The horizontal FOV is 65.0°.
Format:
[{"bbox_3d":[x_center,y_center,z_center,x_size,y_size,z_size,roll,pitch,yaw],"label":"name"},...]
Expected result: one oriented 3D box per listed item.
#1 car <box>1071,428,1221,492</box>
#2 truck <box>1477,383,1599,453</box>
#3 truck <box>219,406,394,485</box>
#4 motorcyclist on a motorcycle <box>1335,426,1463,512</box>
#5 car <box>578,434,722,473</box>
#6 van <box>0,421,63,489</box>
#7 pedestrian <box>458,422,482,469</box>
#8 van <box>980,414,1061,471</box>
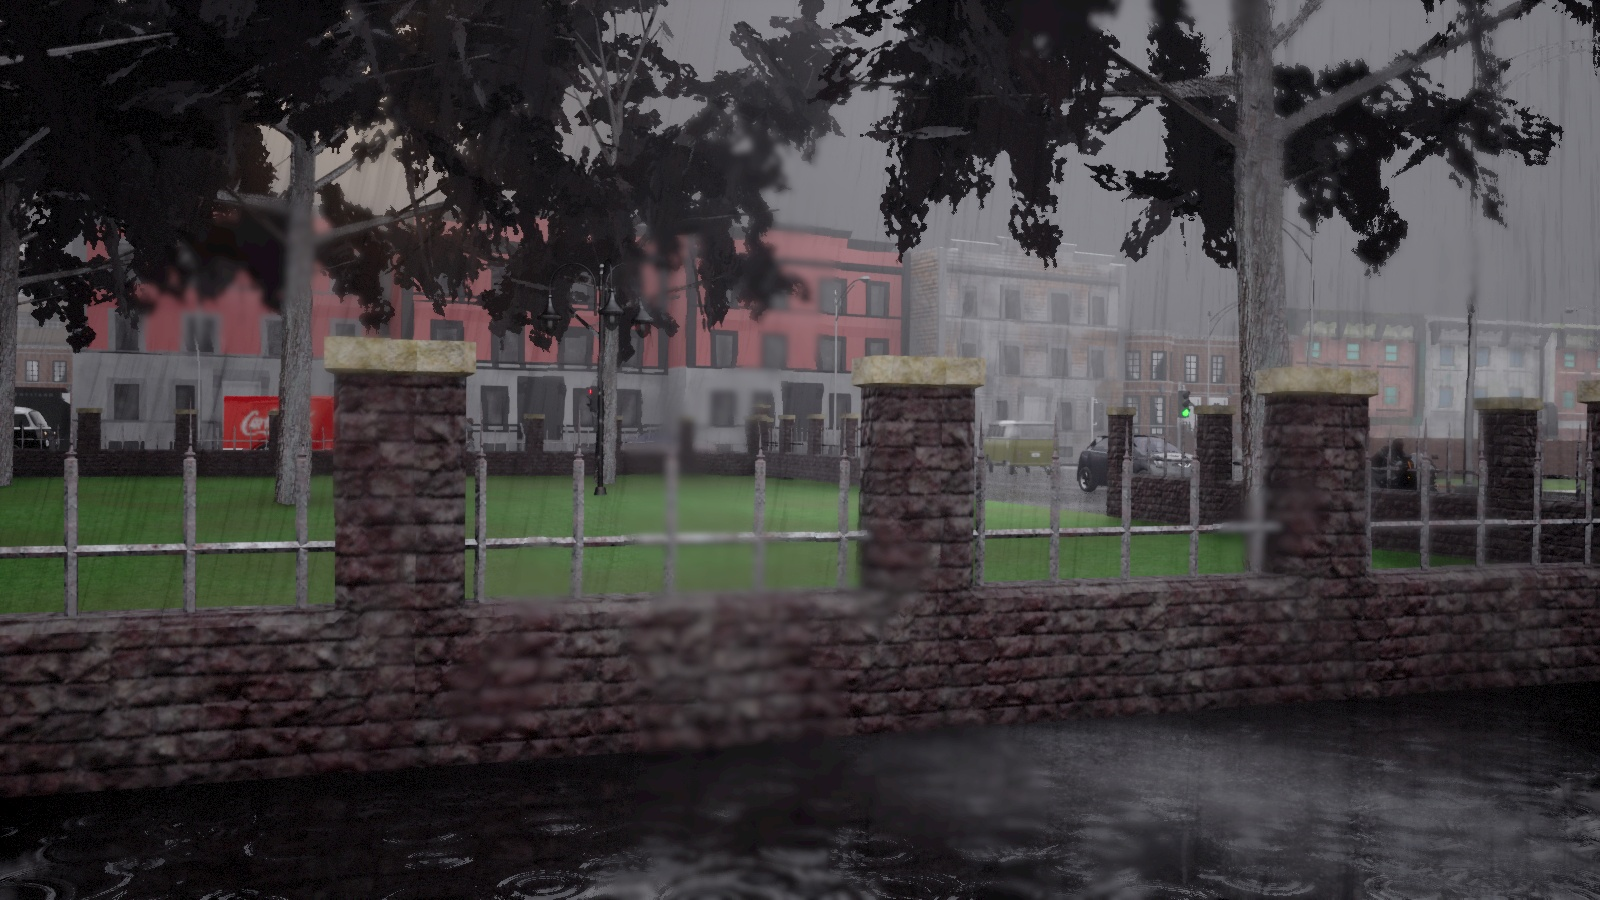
[{"bbox_3d":[8.567,0.208,31.409,1.845,1.501,3.633,-1,1,-20],"label":"car"},{"bbox_3d":[39.333,-1.667,65.019,7.936,3.462,2.891,-1,1,-19],"label":"truck"},{"bbox_3d":[-16.271,-0.192,41.748,5.204,2.467,2.627,-1,1,-18],"label":"truck"},{"bbox_3d":[11.227,0.327,23.635,0.866,1.530,2.191,-1,1,-21],"label":"motorcyclist on a motorcycle"},{"bbox_3d":[-5.927,0.103,49.575,5.357,1.411,2.033,-1,1,-17],"label":"car"},{"bbox_3d":[-25.457,0.169,38.585,4.480,2.038,2.069,-1,1,-19],"label":"van"},{"bbox_3d":[-13.381,-0.182,50.917,0.849,1.883,0.563,-1,1,-9],"label":"pedestrian"},{"bbox_3d":[8.164,-0.300,46.853,1.775,1.987,4.442,-1,1,-6],"label":"van"}]
